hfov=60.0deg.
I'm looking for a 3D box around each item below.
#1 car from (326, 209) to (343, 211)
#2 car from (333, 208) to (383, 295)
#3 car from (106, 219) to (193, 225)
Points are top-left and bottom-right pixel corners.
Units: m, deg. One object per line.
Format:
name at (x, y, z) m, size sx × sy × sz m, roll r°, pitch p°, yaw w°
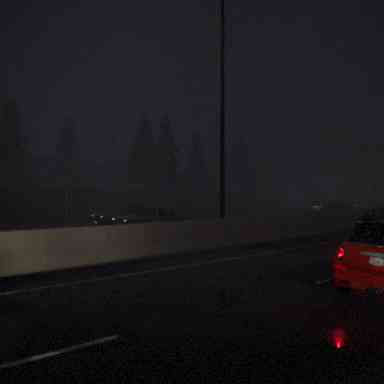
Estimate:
car at (12.868, 1.535, 29.469) m, size 1.882 × 1.535 × 5.008 m, roll 0°, pitch 0°, yaw 40°
car at (5.281, 1.370, 7.734) m, size 4.553 × 1.767 × 2.097 m, roll 0°, pitch 0°, yaw -38°
car at (-2.340, 1.621, 19.680) m, size 4.718 × 1.301 × 1.895 m, roll 0°, pitch 0°, yaw -38°
